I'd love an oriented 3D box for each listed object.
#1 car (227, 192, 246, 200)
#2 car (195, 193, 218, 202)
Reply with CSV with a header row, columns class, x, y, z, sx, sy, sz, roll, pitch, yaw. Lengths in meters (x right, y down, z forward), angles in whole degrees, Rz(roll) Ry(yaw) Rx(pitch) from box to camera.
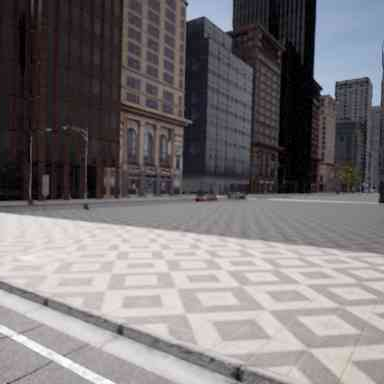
class,x,y,z,sx,sy,sz,roll,pitch,yaw
car,8.185,0.739,60.537,2.128,1.511,4.902,3,2,35
car,2.351,0.856,52.170,1.994,1.385,4.181,3,2,36
